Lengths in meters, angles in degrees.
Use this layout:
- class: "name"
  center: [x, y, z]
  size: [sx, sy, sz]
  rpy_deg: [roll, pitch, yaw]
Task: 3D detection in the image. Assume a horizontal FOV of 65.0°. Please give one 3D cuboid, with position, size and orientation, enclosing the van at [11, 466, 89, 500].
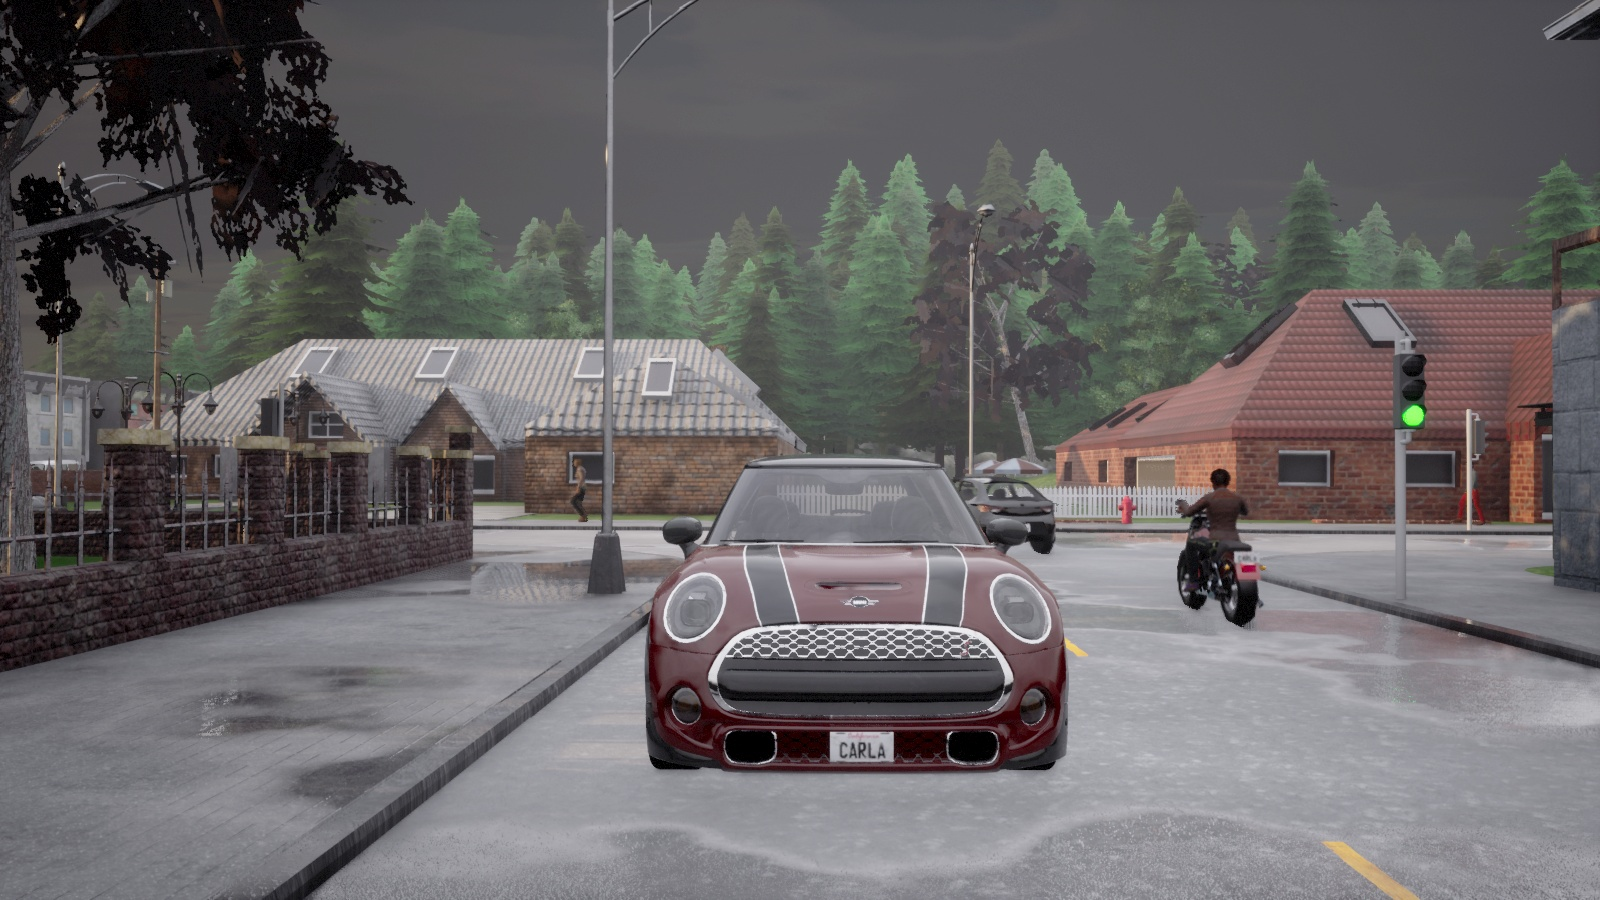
- class: "van"
  center: [-46.843, 2.034, 78.575]
  size: [2.069, 2.038, 4.480]
  rpy_deg: [0, 0, 2]

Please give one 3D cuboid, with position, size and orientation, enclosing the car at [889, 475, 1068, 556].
- class: "car"
  center: [3.440, 1.235, 25.109]
  size: [1.816, 1.474, 4.193]
  rpy_deg: [0, -1, -19]

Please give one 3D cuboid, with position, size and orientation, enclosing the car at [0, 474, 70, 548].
- class: "car"
  center: [-18.574, 1.289, 27.041]
  size: [4.514, 1.525, 2.007]
  rpy_deg: [0, -1, 0]

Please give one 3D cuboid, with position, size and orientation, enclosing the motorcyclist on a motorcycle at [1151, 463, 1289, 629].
- class: "motorcyclist on a motorcycle"
  center: [4.506, 0.976, 13.665]
  size: [0.766, 1.649, 2.350]
  rpy_deg: [0, -1, 2]

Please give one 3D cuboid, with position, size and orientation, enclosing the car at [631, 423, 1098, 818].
- class: "car"
  center: [0.271, 0.805, 7.943]
  size: [2.097, 1.767, 4.553]
  rpy_deg: [0, -1, 0]

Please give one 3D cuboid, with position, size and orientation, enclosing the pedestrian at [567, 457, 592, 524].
- class: "pedestrian"
  center: [-6.104, 1.126, 34.759]
  size: [0.634, 1.846, 0.331]
  rpy_deg: [0, -1, 1]

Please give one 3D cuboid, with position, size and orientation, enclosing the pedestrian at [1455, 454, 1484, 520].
- class: "pedestrian"
  center: [18.709, 1.037, 35.102]
  size: [0.614, 1.847, 0.353]
  rpy_deg: [0, -1, 2]
